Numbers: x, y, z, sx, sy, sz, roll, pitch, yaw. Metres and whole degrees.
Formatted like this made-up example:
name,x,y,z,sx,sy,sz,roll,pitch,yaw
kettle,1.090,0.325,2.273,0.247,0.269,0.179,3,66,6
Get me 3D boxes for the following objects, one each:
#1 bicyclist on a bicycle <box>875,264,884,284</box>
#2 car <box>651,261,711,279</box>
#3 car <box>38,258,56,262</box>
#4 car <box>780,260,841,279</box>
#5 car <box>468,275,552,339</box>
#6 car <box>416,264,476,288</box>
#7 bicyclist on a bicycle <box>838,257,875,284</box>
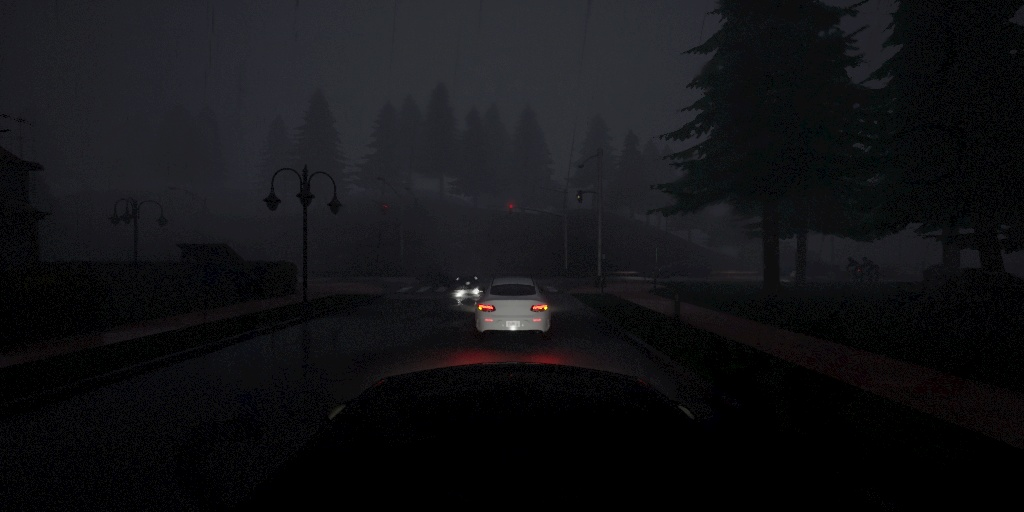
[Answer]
name,x,y,z,sx,sy,sz,roll,pitch,yaw
bicyclist on a bicycle,21.781,0.893,21.954,0.582,1.620,1.656,0,0,-14
car,14.065,1.113,29.864,4.674,1.442,1.812,0,0,-1
car,-33.949,0.939,25.846,4.553,1.767,2.097,0,0,0
car,24.386,1.065,29.900,5.008,1.535,1.882,0,0,0
car,0.023,1.276,9.935,1.812,1.442,4.674,0,0,0
car,-4.303,1.214,23.223,2.033,1.411,5.357,0,0,-41
bicyclist on a bicycle,21.134,0.891,22.213,0.582,1.620,1.656,0,0,-16
